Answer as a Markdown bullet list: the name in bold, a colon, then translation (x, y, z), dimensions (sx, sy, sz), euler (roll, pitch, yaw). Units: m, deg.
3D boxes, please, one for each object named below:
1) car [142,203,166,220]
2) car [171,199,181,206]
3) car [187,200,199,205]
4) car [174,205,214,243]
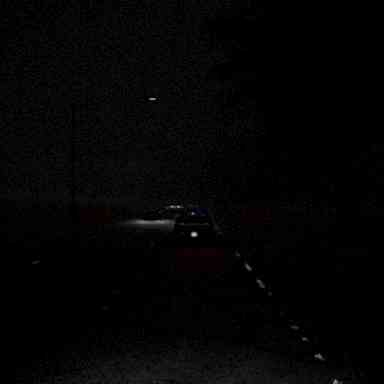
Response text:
- **car**: translation (-3.591, 1.807, 32.217), dimensions (1.882, 1.535, 5.008), euler (0, -1, 0)
- **car**: translation (-3.486, 2.376, 72.973), dimensions (2.128, 1.511, 4.902), euler (0, -1, 0)
- **car**: translation (0.104, 1.870, 33.561), dimensions (1.812, 1.442, 4.674), euler (0, -1, 0)
- **car**: translation (0.100, 1.666, 16.992), dimensions (2.128, 1.511, 4.902), euler (0, -1, 0)
